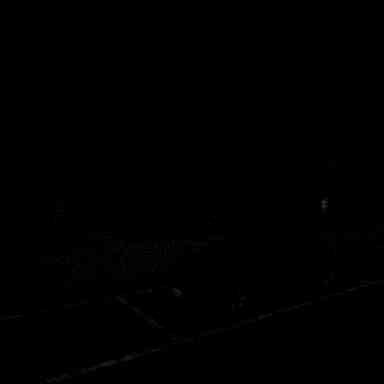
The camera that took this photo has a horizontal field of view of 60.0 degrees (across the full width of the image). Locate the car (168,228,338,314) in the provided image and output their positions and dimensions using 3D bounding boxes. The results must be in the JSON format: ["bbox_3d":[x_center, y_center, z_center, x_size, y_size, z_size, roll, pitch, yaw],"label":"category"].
[{"bbox_3d":[1.532,1.531,7.515,4.313,1.339,1.947,0,0,-34],"label":"car"}]
